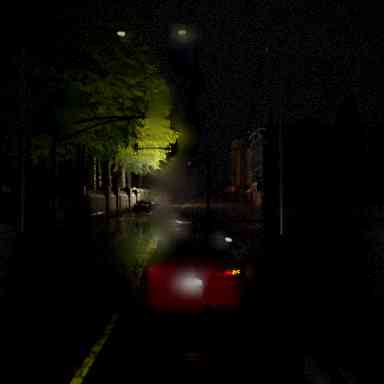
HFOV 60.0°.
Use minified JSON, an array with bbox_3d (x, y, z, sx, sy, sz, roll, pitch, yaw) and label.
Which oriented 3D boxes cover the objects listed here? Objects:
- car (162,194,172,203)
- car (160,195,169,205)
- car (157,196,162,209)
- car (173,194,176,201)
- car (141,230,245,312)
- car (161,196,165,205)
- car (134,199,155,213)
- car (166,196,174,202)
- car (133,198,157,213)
[{"bbox_3d":[-5.654,1.418,65.883,2.192,1.841,5.009,1,0,0],"label":"car"},{"bbox_3d":[-5.621,1.666,60.432,1.802,1.307,4.206,1,0,0],"label":"car"},{"bbox_3d":[-5.502,1.595,44.082,2.008,1.369,4.403,1,0,0],"label":"car"},{"bbox_3d":[-5.775,1.614,82.233,1.967,1.590,4.097,1,0,0],"label":"car"},{"bbox_3d":[0.029,1.567,7.820,1.994,1.385,4.181,0,0,0],"label":"car"},{"bbox_3d":[-5.542,1.621,49.532,1.947,1.339,4.313,1,0,0],"label":"car"},{"bbox_3d":[-5.517,1.560,38.921,1.752,1.417,4.829,1,0,0],"label":"car"},{"bbox_3d":[-5.815,1.727,87.513,1.752,1.417,4.829,1,0,0],"label":"car"},{"bbox_3d":[-5.479,1.583,36.947,2.008,1.369,4.403,1,0,0],"label":"car"}]
